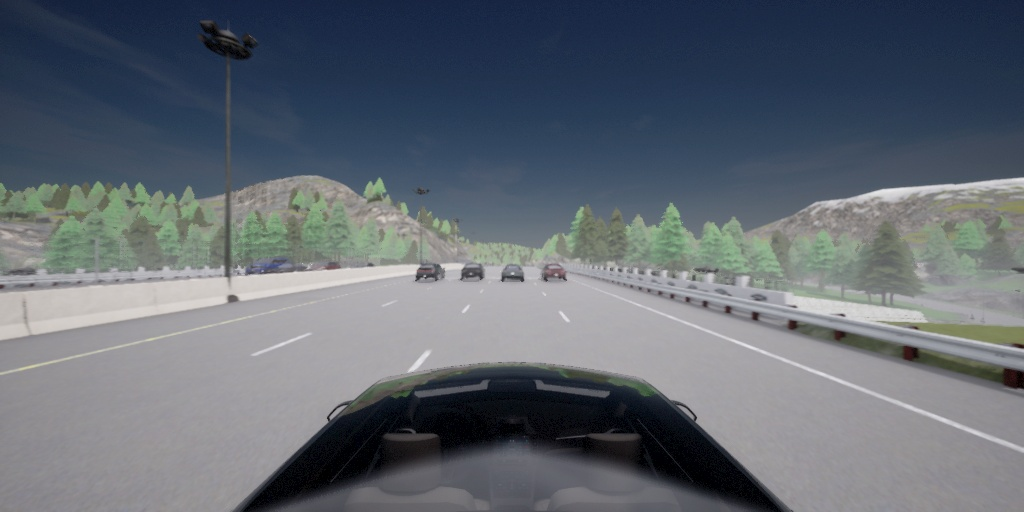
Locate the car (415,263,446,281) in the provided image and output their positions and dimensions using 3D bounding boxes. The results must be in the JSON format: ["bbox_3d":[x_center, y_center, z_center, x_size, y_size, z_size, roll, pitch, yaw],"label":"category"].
[{"bbox_3d":[-6.940,1.366,30.978,1.837,1.490,4.892,0,-1,0],"label":"car"}]

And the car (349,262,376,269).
[{"bbox_3d":[-17.606,1.515,42.502,1.837,1.490,4.892,0,-1,0],"label":"car"}]

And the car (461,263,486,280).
[{"bbox_3d":[-3.440,1.349,32.488,1.882,1.535,5.008,0,-1,0],"label":"car"}]

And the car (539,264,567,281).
[{"bbox_3d":[3.551,1.375,31.096,1.812,1.442,4.674,0,-1,0],"label":"car"}]

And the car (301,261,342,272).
[{"bbox_3d":[-21.115,1.337,40.469,2.097,1.767,4.553,0,-1,0],"label":"car"}]

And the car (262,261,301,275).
[{"bbox_3d":[-24.614,1.528,39.860,2.033,1.411,5.357,0,-1,0],"label":"car"}]

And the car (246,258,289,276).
[{"bbox_3d":[-28.101,1.230,41.685,2.150,2.045,5.566,0,-1,0],"label":"car"}]

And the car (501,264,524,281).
[{"bbox_3d":[0.060,1.421,31.400,1.994,1.385,4.181,0,-1,0],"label":"car"}]
